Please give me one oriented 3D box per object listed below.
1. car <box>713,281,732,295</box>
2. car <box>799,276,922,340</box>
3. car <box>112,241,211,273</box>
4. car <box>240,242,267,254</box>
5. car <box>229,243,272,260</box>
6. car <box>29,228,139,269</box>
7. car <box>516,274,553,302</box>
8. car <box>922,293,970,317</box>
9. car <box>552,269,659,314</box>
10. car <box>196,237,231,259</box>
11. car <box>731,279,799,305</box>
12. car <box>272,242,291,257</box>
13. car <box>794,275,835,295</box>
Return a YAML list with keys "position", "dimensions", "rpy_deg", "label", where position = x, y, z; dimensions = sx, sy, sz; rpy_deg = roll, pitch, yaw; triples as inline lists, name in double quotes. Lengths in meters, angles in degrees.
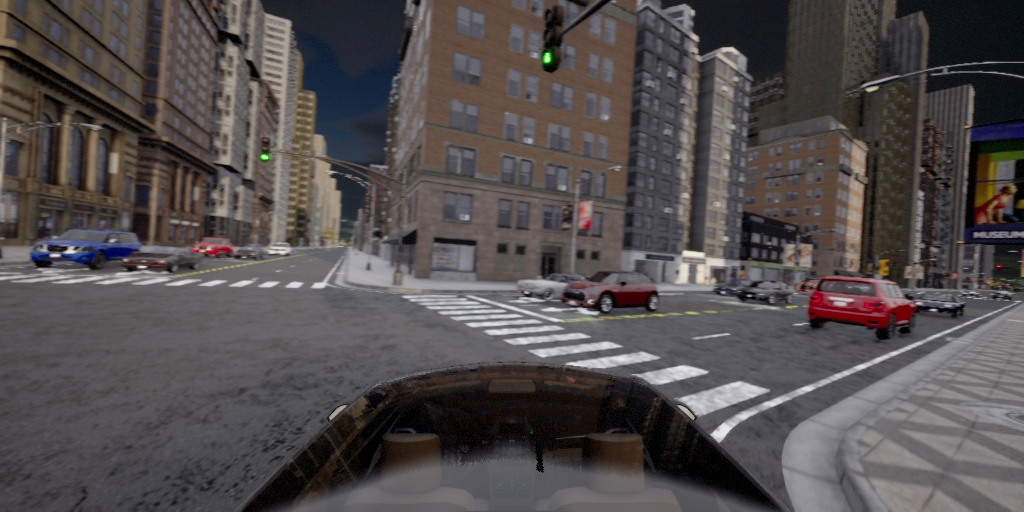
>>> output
- position: [18.472, 2.560, 29.040]
  dimensions: [5.357, 1.411, 2.033]
  rpy_deg: [4, 0, -34]
  label: "car"
- position: [13.553, 1.890, 13.864]
  dimensions: [5.566, 2.045, 2.150]
  rpy_deg: [4, 0, -34]
  label: "car"
- position: [-19.477, 0.098, 20.287]
  dimensions: [2.033, 1.411, 5.357]
  rpy_deg: [4, 0, -24]
  label: "car"
- position: [-36.951, -1.134, 51.348]
  dimensions: [2.128, 1.511, 4.902]
  rpy_deg: [4, 0, -24]
  label: "car"
- position: [-27.156, -0.336, 37.377]
  dimensions: [2.033, 1.411, 5.357]
  rpy_deg: [4, 0, -24]
  label: "car"
- position: [-22.615, -0.434, 19.417]
  dimensions: [2.150, 2.045, 5.566]
  rpy_deg: [4, 0, -24]
  label: "car"
- position: [2.544, 1.554, 18.356]
  dimensions: [4.718, 1.301, 1.895]
  rpy_deg: [4, 0, -33]
  label: "car"
- position: [28.662, 3.264, 24.032]
  dimensions: [4.718, 1.301, 1.895]
  rpy_deg: [4, 0, -34]
  label: "car"
- position: [4.316, 1.414, 15.609]
  dimensions: [4.553, 1.767, 2.097]
  rpy_deg: [4, 0, -34]
  label: "car"
- position: [-30.181, -0.860, 36.250]
  dimensions: [2.150, 2.045, 5.566]
  rpy_deg: [4, -1, -24]
  label: "car"
- position: [17.217, 2.425, 24.282]
  dimensions: [4.892, 1.490, 1.837]
  rpy_deg: [4, 0, -34]
  label: "car"
- position: [-33.984, -0.942, 52.661]
  dimensions: [2.150, 2.045, 5.566]
  rpy_deg: [4, 0, -24]
  label: "car"
- position: [32.252, 3.087, 38.167]
  dimensions: [4.553, 1.767, 2.097]
  rpy_deg: [4, 0, -34]
  label: "car"
